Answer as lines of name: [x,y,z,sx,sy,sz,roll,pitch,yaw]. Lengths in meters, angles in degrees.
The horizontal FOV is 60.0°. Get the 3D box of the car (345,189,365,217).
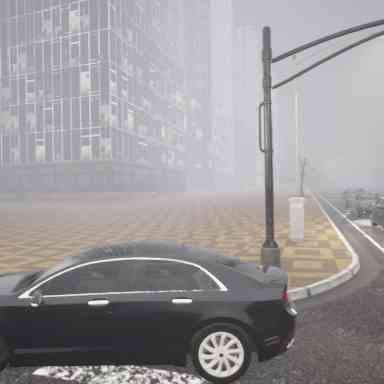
car: [11.110,0.760,20.678,1.994,1.385,4.181,-1,2,17]

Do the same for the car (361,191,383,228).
car: [9.054,0.928,14.386,2.128,1.511,4.902,-1,2,18]

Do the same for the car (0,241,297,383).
car: [-1.047,1.505,4.762,4.892,1.490,1.837,0,0,0]

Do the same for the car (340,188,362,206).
car: [13.112,0.454,26.740,2.128,1.511,4.902,-1,2,18]
